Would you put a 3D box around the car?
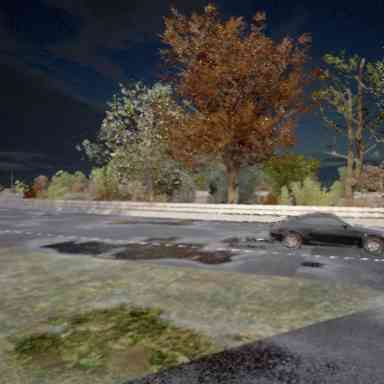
[{"bbox_3d":[5.484,1.583,13.473,4.674,1.442,1.812,0,0,20],"label":"car"}]
